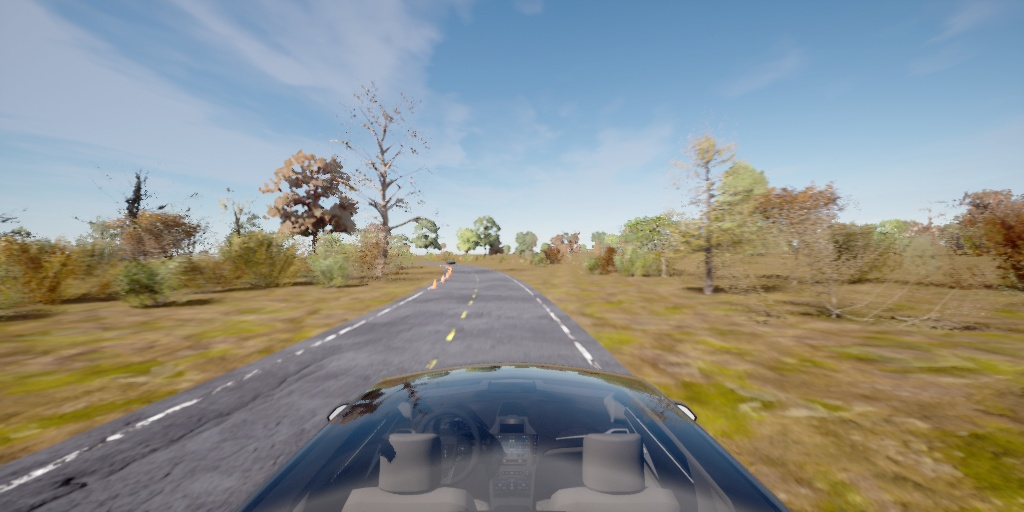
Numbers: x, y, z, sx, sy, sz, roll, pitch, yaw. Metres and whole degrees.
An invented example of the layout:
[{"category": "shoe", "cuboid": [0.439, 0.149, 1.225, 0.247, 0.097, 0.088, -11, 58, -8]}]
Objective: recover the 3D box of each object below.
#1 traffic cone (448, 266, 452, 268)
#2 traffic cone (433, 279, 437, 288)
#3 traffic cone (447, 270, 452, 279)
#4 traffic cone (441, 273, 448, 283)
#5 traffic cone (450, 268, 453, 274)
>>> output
[{"category": "traffic cone", "cuboid": [-7.180, 1.787, 42.594, 0.340, 0.580, 0.340, 0, 0, -9]}, {"category": "traffic cone", "cuboid": [-4.930, 1.761, 22.931, 0.340, 0.580, 0.340, 0, 0, -4]}, {"category": "traffic cone", "cuboid": [-5.870, 1.772, 32.784, 0.340, 0.580, 0.340, 0, 0, -7]}, {"category": "traffic cone", "cuboid": [-5.353, 1.766, 27.862, 0.340, 0.580, 0.340, 0, 0, -5]}, {"category": "traffic cone", "cuboid": [-6.479, 1.779, 37.695, 0.340, 0.580, 0.340, 0, 0, -8]}]
